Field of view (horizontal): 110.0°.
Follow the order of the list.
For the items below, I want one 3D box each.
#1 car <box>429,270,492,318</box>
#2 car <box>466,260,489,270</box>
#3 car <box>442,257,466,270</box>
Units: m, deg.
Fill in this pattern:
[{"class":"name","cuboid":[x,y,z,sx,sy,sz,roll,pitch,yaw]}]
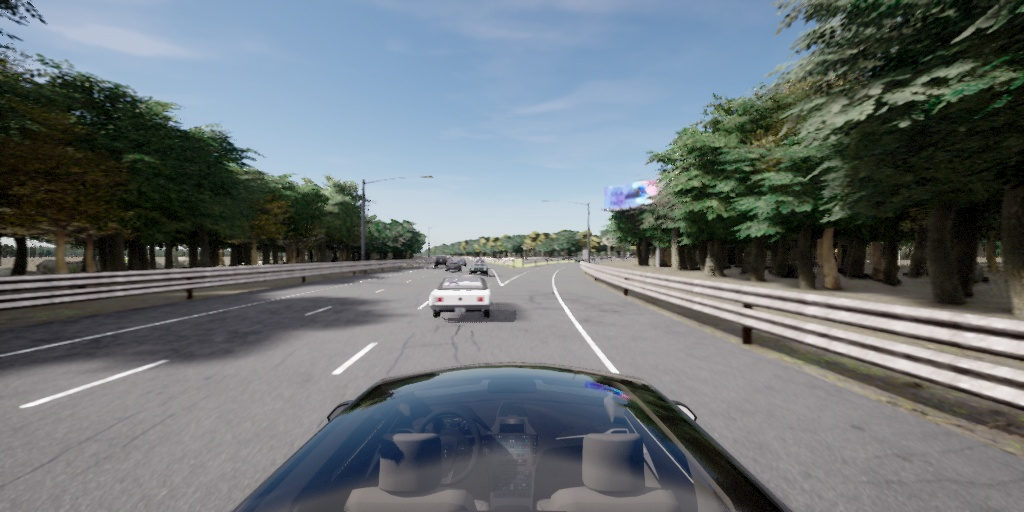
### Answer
[{"class":"car","cuboid":[-1.709,1.342,13.045,1.895,1.301,4.718,0,0,-4]},{"class":"car","cuboid":[-3.360,1.338,36.861,1.895,1.301,4.718,0,0,-4]},{"class":"car","cuboid":[-7.570,1.238,47.038,2.128,1.511,4.902,0,0,-5]}]
